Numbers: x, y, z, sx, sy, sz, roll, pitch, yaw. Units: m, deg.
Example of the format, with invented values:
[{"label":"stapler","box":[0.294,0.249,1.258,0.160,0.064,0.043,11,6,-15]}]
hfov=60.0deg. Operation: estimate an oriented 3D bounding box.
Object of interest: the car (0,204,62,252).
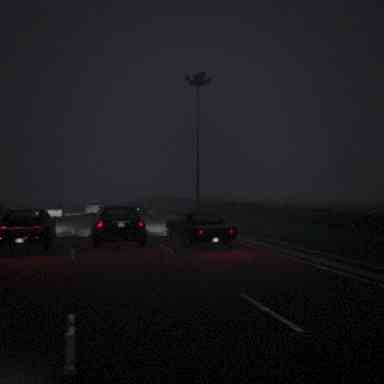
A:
[{"label":"car","box":[-6.762,1.462,13.833,2.128,1.511,4.902,0,0,-19]}]

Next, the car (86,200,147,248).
[{"label":"car","box":[-3.486,1.325,15.064,2.097,1.767,4.553,0,0,-19]}]

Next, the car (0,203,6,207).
[{"label":"car","box":[-13.987,1.493,23.606,2.033,1.411,5.357,0,0,-19]}]

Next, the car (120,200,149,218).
[{"label":"car","box":[-5.466,1.514,31.061,1.994,1.385,4.181,0,0,-19]}]

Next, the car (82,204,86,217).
[{"label":"car","box":[-8.954,1.470,30.421,1.812,1.442,4.674,0,0,-20]}]

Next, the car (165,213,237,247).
[{"label":"car","box":[0.188,1.582,15.161,1.895,1.301,4.718,0,0,-19]}]

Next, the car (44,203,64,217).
[{"label":"car","box":[-11.445,1.546,26.950,1.895,1.301,4.718,0,0,-19]}]
